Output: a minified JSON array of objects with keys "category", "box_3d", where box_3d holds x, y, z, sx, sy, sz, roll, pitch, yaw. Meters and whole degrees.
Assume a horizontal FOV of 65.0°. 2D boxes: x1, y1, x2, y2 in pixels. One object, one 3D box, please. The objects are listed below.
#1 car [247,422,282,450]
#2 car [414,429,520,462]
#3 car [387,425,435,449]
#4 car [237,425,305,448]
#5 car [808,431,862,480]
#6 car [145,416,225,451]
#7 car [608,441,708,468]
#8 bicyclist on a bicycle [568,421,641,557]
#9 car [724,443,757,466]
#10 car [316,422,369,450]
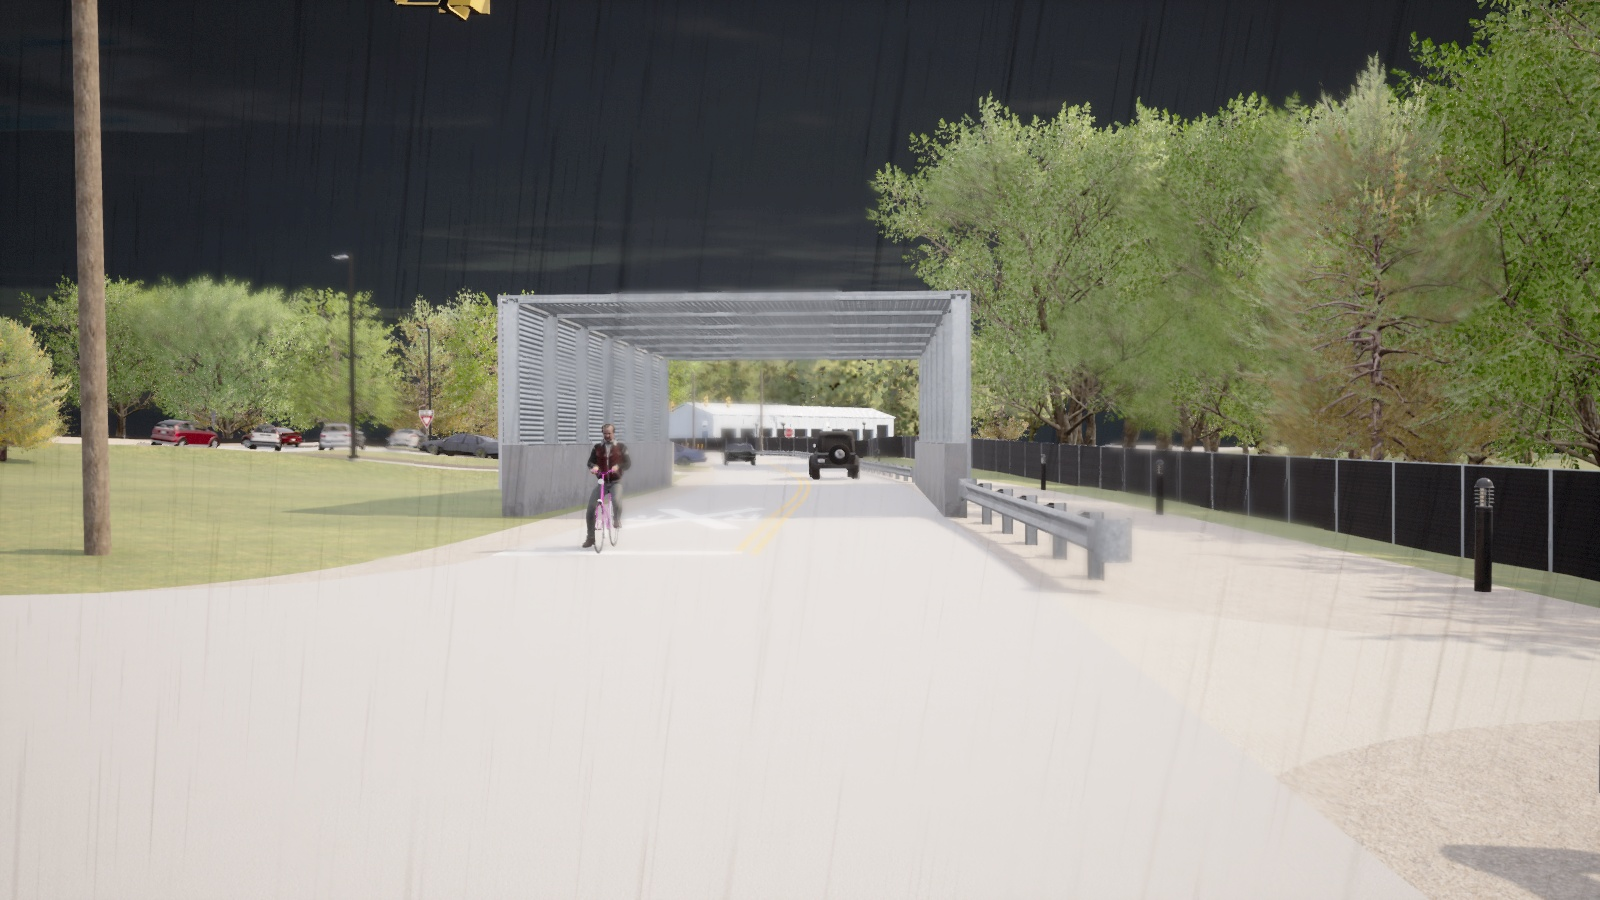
[{"category":"car","box_3d":[-33.843,-0.872,79.369,1.851,1.617,3.988,4,-2,-23]},{"category":"car","box_3d":[-18.608,-0.252,70.154,5.357,1.411,2.033,4,1,16]},{"category":"car","box_3d":[-28.849,-0.927,93.255,2.152,1.651,5.027,2,-1,-3]},{"category":"car","box_3d":[-37.724,-0.965,89.489,5.008,1.535,1.882,1,2,32]},{"category":"car","box_3d":[1.351,0.186,50.221,1.905,1.878,3.866,0,0,-2]},{"category":"car","box_3d":[-32.945,-0.864,67.355,1.789,1.549,3.705,7,1,13]},{"category":"car","box_3d":[-7.793,0.262,68.740,5.357,1.411,2.033,0,0,-8]},{"category":"bicyclist on a bicycle","box_3d":[-2.667,0.512,17.283,0.659,1.776,1.843,0,0,2]},{"category":"car","box_3d":[-3.546,0.253,74.144,1.895,1.301,4.718,0,1,-3]},{"category":"car","box_3d":[-28.243,-0.891,77.672,2.242,1.667,4.611,-1,1,-9]}]
